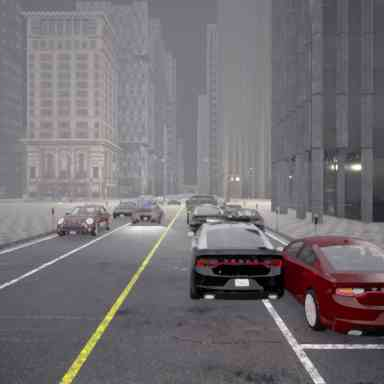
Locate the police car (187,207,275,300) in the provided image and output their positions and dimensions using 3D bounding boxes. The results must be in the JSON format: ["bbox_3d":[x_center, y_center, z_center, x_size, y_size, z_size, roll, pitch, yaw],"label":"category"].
[{"bbox_3d":[0.904,1.426,8.566,1.930,1.638,5.238,0,0,0],"label":"police car"}]

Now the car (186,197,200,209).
[{"bbox_3d":[0.122,1.480,45.535,1.837,1.490,4.892,0,0,1],"label":"car"}]

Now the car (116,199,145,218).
[{"bbox_3d":[-5.707,1.555,29.295,1.947,1.339,4.313,0,0,0],"label":"car"}]

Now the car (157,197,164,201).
[{"bbox_3d":[-5.650,1.512,57.500,2.008,1.369,4.403,0,0,0],"label":"car"}]

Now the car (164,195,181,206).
[{"bbox_3d":[-2.892,1.317,54.165,2.097,1.767,4.553,0,0,0],"label":"car"}]

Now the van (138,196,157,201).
[{"bbox_3d":[-5.685,1.321,40.577,1.690,1.788,3.998,0,0,0],"label":"van"}]

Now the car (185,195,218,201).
[{"bbox_3d":[0.725,1.215,24.486,2.150,2.045,5.566,0,0,0],"label":"car"}]

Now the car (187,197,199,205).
[{"bbox_3d":[0.116,1.525,58.096,1.994,1.385,4.181,0,0,0],"label":"car"}]

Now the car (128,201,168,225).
[{"bbox_3d":[-3.051,1.556,23.845,1.994,1.385,4.181,0,0,0],"label":"car"}]

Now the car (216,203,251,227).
[{"bbox_3d":[2.807,1.559,23.638,1.947,1.339,4.313,0,0,0],"label":"car"}]

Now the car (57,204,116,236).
[{"bbox_3d":[-5.730,1.435,18.012,1.967,1.590,4.097,0,0,0],"label":"car"}]

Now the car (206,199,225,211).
[{"bbox_3d":[2.841,1.531,40.561,2.008,1.369,4.403,0,0,0],"label":"car"}]

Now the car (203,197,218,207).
[{"bbox_3d":[2.864,1.519,51.843,2.008,1.369,4.403,0,0,0],"label":"car"}]

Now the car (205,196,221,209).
[{"bbox_3d":[2.852,1.414,46.202,1.967,1.590,4.097,0,0,0],"label":"car"}]

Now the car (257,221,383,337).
[{"bbox_3d":[2.773,1.544,6.717,1.887,1.381,4.507,0,0,0],"label":"car"}]

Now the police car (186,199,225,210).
[{"bbox_3d":[0.809,1.421,18.538,1.930,1.638,5.238,0,0,-2],"label":"police car"}]

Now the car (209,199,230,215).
[{"bbox_3d":[2.830,1.510,35.090,1.752,1.417,4.829,0,0,0],"label":"car"}]

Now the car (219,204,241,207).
[{"bbox_3d":[2.796,1.546,17.998,2.008,1.369,4.403,0,0,0],"label":"car"}]
